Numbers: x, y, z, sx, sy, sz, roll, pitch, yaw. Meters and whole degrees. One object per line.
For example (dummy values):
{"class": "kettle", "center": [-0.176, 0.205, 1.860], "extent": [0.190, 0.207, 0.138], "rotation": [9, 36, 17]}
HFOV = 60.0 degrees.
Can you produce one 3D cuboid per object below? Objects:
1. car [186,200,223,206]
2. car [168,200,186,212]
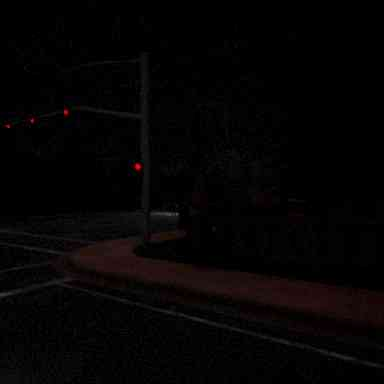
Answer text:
{"class": "car", "center": [1.841, 1.710, 39.940], "extent": [1.882, 1.535, 5.008], "rotation": [-1, -1, 36]}
{"class": "car", "center": [-1.005, 1.748, 41.977], "extent": [1.882, 1.535, 5.008], "rotation": [-1, -1, 36]}
